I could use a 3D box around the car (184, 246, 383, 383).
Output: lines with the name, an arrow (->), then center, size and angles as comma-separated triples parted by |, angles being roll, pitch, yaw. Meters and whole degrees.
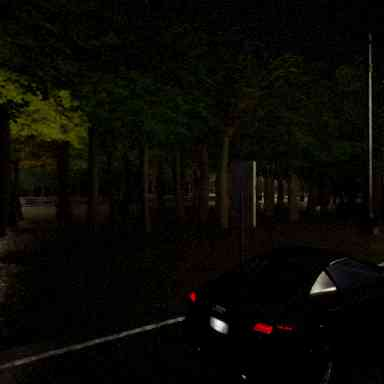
car -> 1.952, 1.558, 5.137 | 4.181, 1.385, 1.994 | 0, 0, -35
